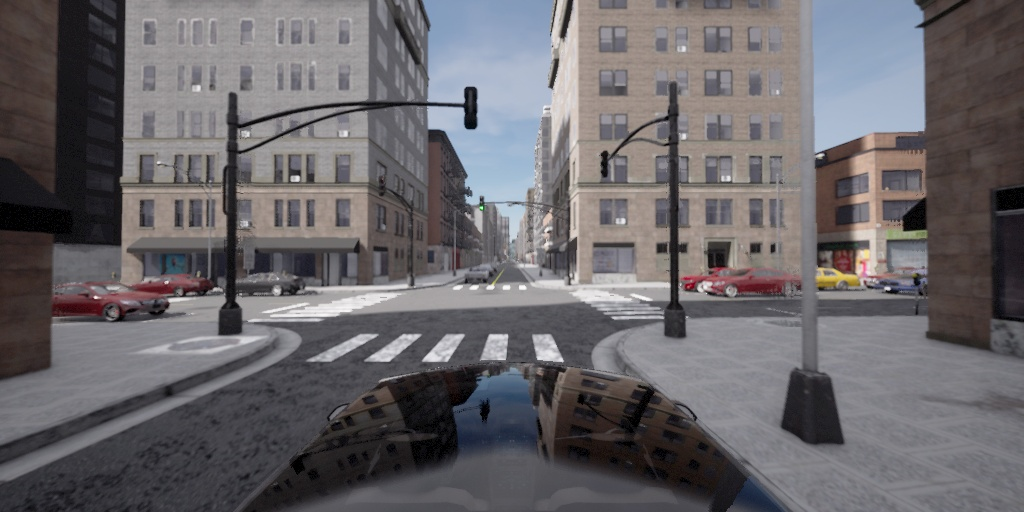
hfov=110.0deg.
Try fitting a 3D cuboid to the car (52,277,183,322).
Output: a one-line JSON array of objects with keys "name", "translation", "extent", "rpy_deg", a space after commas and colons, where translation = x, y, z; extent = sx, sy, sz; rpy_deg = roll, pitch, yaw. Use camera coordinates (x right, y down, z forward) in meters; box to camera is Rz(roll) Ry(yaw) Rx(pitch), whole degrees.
[{"name": "car", "translation": [-14.656, 1.560, 12.690], "extent": [4.207, 1.307, 1.802], "rpy_deg": [0, 0, 0]}]

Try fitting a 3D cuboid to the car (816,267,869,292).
[{"name": "car", "translation": [17.461, 1.306, 21.000], "extent": [4.829, 1.417, 1.751], "rpy_deg": [0, 0, 0]}]

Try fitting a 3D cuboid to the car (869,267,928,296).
[{"name": "car", "translation": [21.780, 1.249, 18.221], "extent": [5.357, 1.411, 2.033], "rpy_deg": [-1, -1, 1]}]

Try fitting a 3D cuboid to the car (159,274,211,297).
[{"name": "car", "translation": [-20.152, 1.738, 21.252], "extent": [4.207, 1.307, 1.802], "rpy_deg": [0, 0, 0]}]

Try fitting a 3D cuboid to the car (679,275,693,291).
[{"name": "car", "translation": [12.139, 1.379, 21.036], "extent": [4.507, 1.381, 1.888], "rpy_deg": [0, 0, 0]}]

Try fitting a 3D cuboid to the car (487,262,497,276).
[{"name": "car", "translation": [-3.100, 1.647, 41.680], "extent": [1.812, 1.442, 4.674], "rpy_deg": [0, 0, 0]}]

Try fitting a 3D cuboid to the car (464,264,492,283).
[{"name": "car", "translation": [-3.100, 1.638, 31.849], "extent": [1.895, 1.301, 4.718], "rpy_deg": [0, -1, 0]}]

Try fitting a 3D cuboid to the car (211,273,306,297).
[{"name": "car", "translation": [-14.624, 1.651, 21.215], "extent": [4.403, 1.370, 2.007], "rpy_deg": [0, 0, 0]}]

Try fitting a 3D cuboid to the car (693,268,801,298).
[{"name": "car", "translation": [12.193, 1.320, 18.288], "extent": [4.674, 1.442, 1.812], "rpy_deg": [-1, -1, 1]}]
